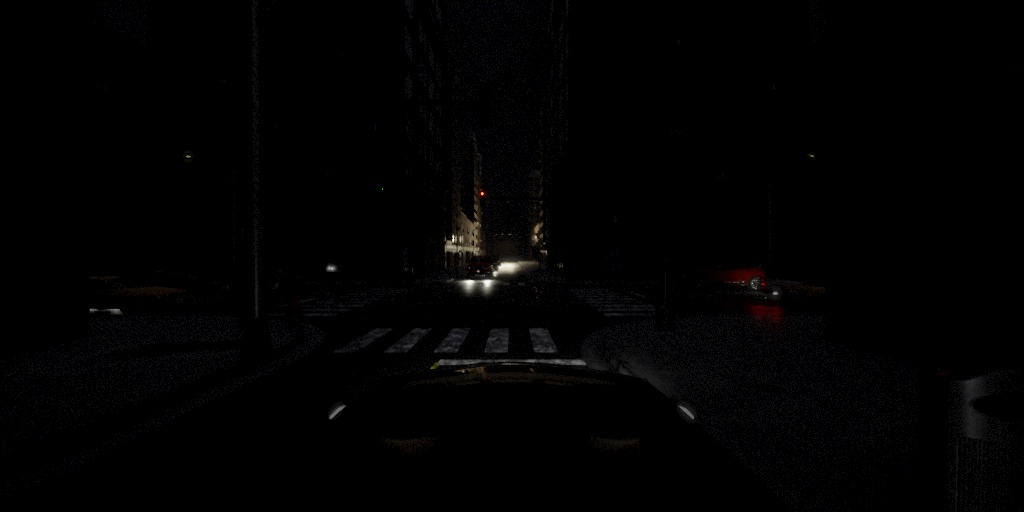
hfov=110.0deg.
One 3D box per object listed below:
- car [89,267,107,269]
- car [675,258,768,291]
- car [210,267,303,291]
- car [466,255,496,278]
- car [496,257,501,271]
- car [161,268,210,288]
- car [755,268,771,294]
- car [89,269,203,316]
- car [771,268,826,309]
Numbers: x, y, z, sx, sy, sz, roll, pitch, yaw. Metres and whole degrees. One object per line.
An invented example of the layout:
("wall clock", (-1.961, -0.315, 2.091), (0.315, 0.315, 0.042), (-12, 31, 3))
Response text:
("car", (-20.185, 1.273, 15.469), (4.892, 1.490, 1.837), (0, 0, 0))
("car", (12.316, 1.029, 20.974), (5.009, 1.841, 2.192), (0, 0, 0))
("car", (-14.567, 1.304, 20.961), (4.313, 1.339, 1.948), (0, 0, 0))
("car", (-2.907, 0.958, 33.543), (2.150, 2.045, 5.566), (0, 0, 0))
("car", (-2.934, 0.935, 47.600), (2.150, 2.045, 5.566), (0, 1, 0))
("car", (-19.980, 1.324, 20.959), (4.207, 1.307, 1.802), (0, 0, 0))
("car", (13.739, 1.339, 15.637), (4.718, 1.301, 1.895), (0, 0, 2))
("car", (-14.402, 1.302, 12.936), (4.829, 1.417, 1.751), (0, 0, 0))
("car", (12.481, 1.278, 12.949), (4.829, 1.417, 1.751), (0, 0, 0))
